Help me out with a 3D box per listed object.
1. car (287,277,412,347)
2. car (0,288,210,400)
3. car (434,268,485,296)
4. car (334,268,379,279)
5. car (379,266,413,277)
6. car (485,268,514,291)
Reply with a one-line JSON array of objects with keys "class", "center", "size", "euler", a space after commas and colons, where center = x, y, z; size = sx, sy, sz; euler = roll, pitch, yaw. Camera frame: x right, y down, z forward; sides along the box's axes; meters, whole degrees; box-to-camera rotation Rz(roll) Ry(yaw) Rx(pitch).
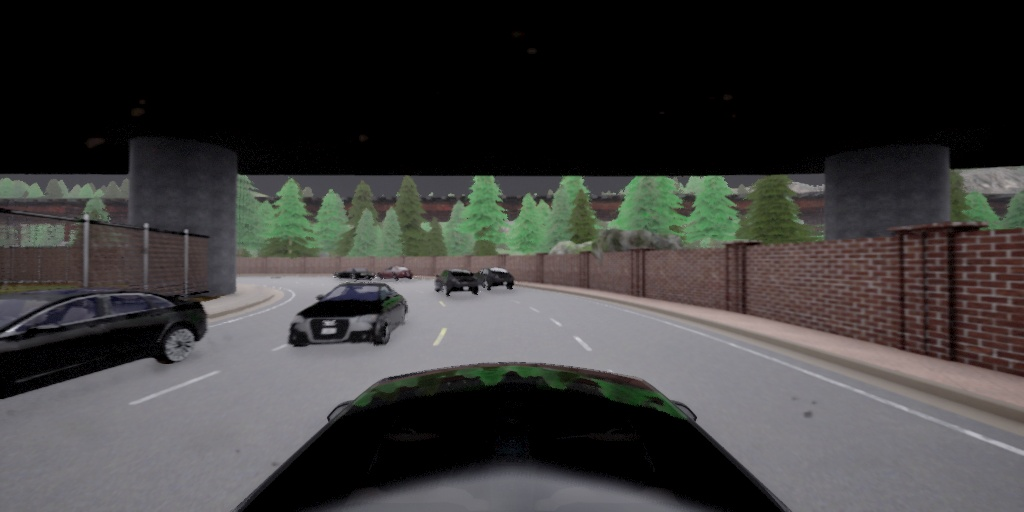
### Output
[{"class": "car", "center": [-4.058, 1.428, 9.582], "size": [1.994, 1.385, 4.181], "euler": [0, -1, -6]}, {"class": "car", "center": [-7.261, 1.297, 5.514], "size": [2.128, 1.511, 4.902], "euler": [0, -1, -2]}, {"class": "car", "center": [-3.448, 1.544, 21.710], "size": [1.837, 1.490, 4.892], "euler": [1, -1, -23]}, {"class": "car", "center": [-16.211, 1.860, 36.834], "size": [4.718, 1.301, 1.895], "euler": [-1, -1, 35]}, {"class": "car", "center": [-12.447, 1.805, 38.286], "size": [4.674, 1.442, 1.812], "euler": [0, -1, 39]}, {"class": "car", "center": [-1.536, 1.598, 25.542], "size": [1.837, 1.490, 4.892], "euler": [1, -2, -27]}]
